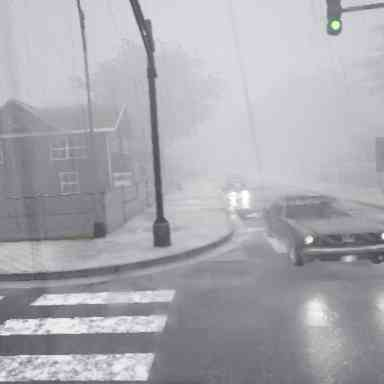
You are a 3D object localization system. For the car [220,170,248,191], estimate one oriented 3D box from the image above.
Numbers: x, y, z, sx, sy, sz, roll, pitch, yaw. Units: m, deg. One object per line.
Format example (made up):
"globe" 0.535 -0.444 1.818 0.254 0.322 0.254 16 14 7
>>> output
"car" 4.077 -0.954 31.302 2.128 1.511 4.902 -3 5 3

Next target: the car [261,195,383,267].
"car" 3.082 0.804 8.537 1.895 1.301 4.718 -3 4 3
